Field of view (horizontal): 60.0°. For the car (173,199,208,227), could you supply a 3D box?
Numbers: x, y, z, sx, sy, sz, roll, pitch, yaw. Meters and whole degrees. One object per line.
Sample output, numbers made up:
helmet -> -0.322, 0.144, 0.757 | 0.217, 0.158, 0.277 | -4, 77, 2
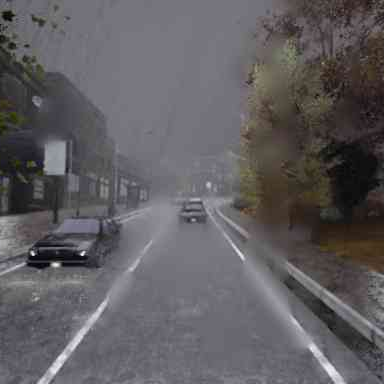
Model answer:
car -> 0.089, 1.495, 22.587 | 2.128, 1.511, 4.902 | 0, 0, 0

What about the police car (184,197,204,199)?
police car -> 0.525, 1.416, 41.584 | 1.930, 1.638, 5.238 | 0, 0, 3

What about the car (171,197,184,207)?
car -> -2.037, 1.530, 52.317 | 1.837, 1.490, 4.892 | -1, 0, 8

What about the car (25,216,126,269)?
car -> -3.606, 1.549, 11.468 | 2.033, 1.411, 5.357 | 0, 0, 0
